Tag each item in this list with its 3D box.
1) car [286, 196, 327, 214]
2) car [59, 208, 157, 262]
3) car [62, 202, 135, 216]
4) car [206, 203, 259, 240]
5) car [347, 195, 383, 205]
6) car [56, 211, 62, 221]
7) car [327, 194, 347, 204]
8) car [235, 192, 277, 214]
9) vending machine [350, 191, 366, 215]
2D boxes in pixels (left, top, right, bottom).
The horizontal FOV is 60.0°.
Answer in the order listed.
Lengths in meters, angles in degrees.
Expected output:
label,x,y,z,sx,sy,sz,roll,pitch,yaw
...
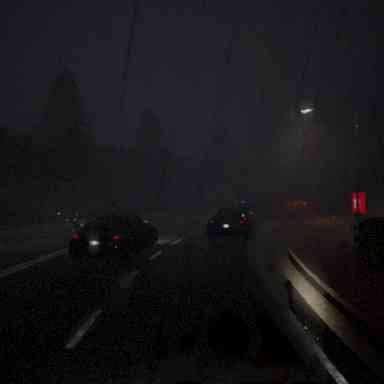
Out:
label,x,y,z,sx,sy,sz,roll,pitch,yaw
car,10.915,1.138,32.008,2.097,1.767,4.553,0,1,41
car,-2.614,1.484,11.923,1.994,1.385,4.181,0,0,9
car,-4.727,1.365,18.893,2.128,1.511,4.902,0,0,18
car,2.055,1.453,16.594,1.994,1.385,4.181,0,0,16
car,26.338,1.144,49.925,5.008,1.535,1.882,0,0,-16
car,-7.053,1.447,22.990,1.895,1.301,4.718,0,0,21
car,23.535,1.153,52.659,4.892,1.490,1.837,0,0,-19
car,6.239,1.007,32.028,2.150,2.045,5.566,0,0,38
vending machine,15.319,0.990,30.669,0.880,2.100,1.100,0,1,-44
